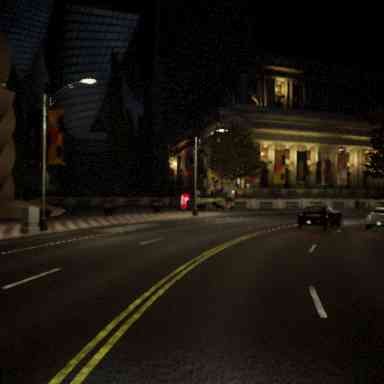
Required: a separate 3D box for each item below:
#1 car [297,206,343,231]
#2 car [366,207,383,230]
[{"bbox_3d":[8.650,1.661,22.289,2.128,1.511,4.902,0,0,38],"label":"car"},{"bbox_3d":[12.963,1.733,22.019,1.812,1.442,4.674,0,-1,42],"label":"car"}]
